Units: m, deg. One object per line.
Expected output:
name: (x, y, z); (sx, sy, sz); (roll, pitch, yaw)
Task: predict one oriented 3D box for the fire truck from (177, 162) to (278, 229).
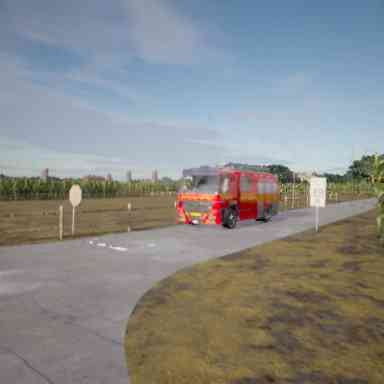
fire truck: (2.706, 0.173, 21.584); (2.891, 3.827, 8.468); (2, 1, 36)
